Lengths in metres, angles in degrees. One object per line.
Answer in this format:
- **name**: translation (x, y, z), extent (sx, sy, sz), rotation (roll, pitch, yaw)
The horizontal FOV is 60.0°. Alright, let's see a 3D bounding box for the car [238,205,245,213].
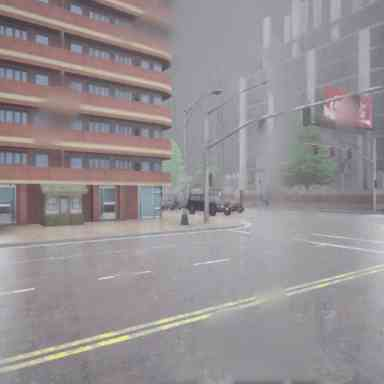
- **car**: translation (3.562, 1.601, 36.187), extent (1.895, 1.301, 4.718), rotation (0, 0, -35)

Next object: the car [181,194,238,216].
- **car**: translation (1.639, 1.222, 32.829), extent (2.150, 2.045, 5.566), rotation (0, 0, -35)

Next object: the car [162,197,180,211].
- **car**: translation (-3.893, 1.352, 40.735), extent (2.097, 1.767, 4.553), rotation (0, 0, -35)
